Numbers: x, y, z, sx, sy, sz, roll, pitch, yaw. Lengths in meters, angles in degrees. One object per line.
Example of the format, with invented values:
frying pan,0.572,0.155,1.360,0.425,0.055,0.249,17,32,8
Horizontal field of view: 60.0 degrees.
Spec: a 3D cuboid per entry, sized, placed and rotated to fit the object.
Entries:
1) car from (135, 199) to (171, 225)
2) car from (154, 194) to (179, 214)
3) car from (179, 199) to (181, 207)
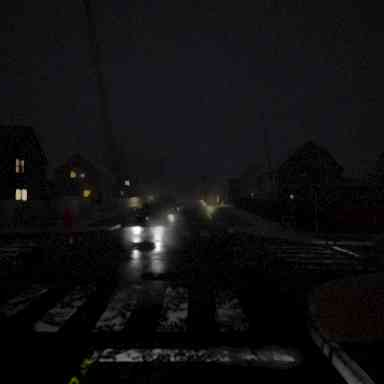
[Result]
car,-2.902,1.511,24.490,1.837,1.490,4.892,0,0,1
car,-2.886,1.247,36.769,2.150,2.045,5.566,0,0,0
car,-2.855,1.545,53.243,1.882,1.535,5.008,0,0,0
